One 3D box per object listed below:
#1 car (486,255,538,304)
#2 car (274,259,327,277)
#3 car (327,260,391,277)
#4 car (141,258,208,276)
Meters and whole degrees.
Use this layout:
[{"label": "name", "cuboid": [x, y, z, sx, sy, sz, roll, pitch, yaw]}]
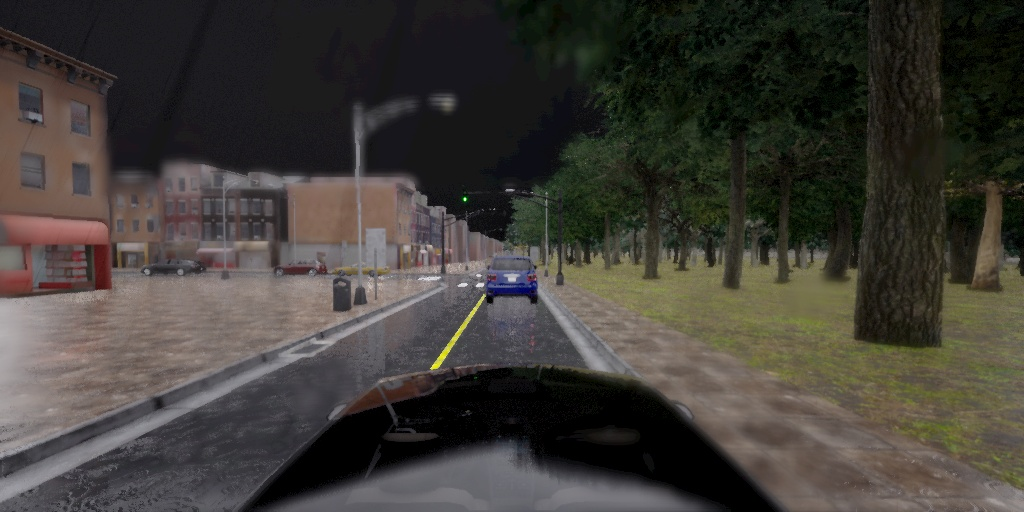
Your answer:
[{"label": "car", "cuboid": [0.001, 1.001, 16.533, 2.150, 2.045, 5.566, 0, 0, 0]}, {"label": "car", "cuboid": [-18.636, 0.967, 31.655, 4.097, 1.591, 1.967, 0, 0, 0]}, {"label": "car", "cuboid": [-13.265, 1.087, 31.686, 4.829, 1.417, 1.751, 0, 0, 0]}, {"label": "car", "cuboid": [-29.779, 0.963, 31.682, 4.892, 1.490, 1.837, 0, 1, 0]}]
